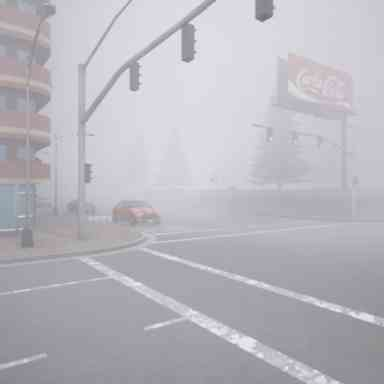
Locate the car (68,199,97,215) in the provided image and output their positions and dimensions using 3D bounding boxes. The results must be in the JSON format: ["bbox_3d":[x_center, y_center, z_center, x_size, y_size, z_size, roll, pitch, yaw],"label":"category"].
[{"bbox_3d":[-11.319,1.514,34.094,2.128,1.511,4.902,0,0,-36],"label":"car"}]

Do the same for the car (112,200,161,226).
[{"bbox_3d":[-4.067,1.375,24.062,2.097,1.767,4.553,0,0,-36],"label":"car"}]

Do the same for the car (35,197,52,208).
[{"bbox_3d":[-21.944,1.500,48.893,1.882,1.535,5.008,0,0,-35],"label":"car"}]
